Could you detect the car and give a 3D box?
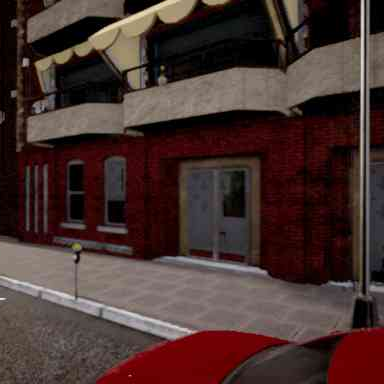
[{"bbox_3d":[1.221,1.544,1.797,4.507,1.381,1.887,-1,0,35],"label":"car"}]
